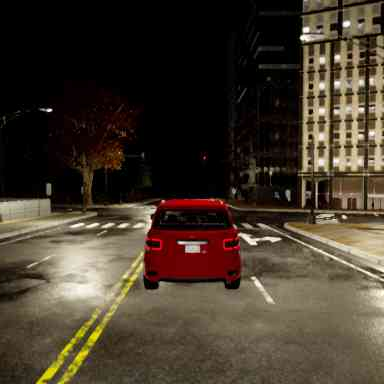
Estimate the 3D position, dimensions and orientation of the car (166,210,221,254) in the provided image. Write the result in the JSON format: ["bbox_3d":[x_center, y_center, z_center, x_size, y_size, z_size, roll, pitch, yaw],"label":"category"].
[{"bbox_3d":[0.062,1.556,14.154,1.994,1.385,4.181,0,0,0],"label":"car"}]

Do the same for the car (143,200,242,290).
[{"bbox_3d":[-0.023,1.215,9.215,2.150,2.045,5.566,0,0,-1],"label":"car"}]
